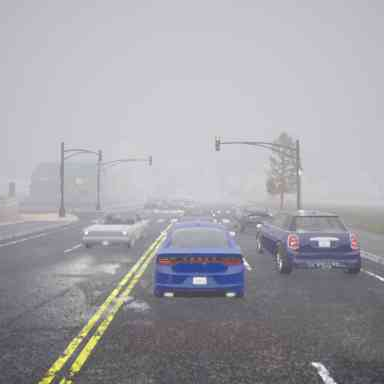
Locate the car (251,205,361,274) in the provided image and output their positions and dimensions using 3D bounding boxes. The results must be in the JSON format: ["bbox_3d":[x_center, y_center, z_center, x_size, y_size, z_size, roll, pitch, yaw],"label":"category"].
[{"bbox_3d":[3.439,1.358,10.694,2.097,1.767,4.553,0,0,1],"label":"car"}]

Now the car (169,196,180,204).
[{"bbox_3d":[-3.709,1.621,71.081,1.882,1.535,5.008,0,0,4],"label":"car"}]

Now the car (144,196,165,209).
[{"bbox_3d":[-5.389,1.576,46.255,1.837,1.490,4.892,0,0,3],"label":"car"}]

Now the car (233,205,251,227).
[{"bbox_3d":[3.596,1.520,19.846,1.837,1.490,4.892,0,0,1],"label":"car"}]

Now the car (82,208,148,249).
[{"bbox_3d":[-3.213,1.613,14.640,1.895,1.301,4.718,0,0,1],"label":"car"}]

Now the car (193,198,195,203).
[{"bbox_3d":[-0.394,1.665,71.775,1.812,1.442,4.674,0,0,4],"label":"car"}]

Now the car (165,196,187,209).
[{"bbox_3d":[-2.133,1.669,46.358,1.895,1.301,4.718,0,0,3],"label":"car"}]

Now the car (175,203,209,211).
[{"bbox_3d":[0.307,1.562,18.411,2.033,1.411,5.357,0,0,1],"label":"car"}]

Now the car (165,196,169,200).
[{"bbox_3d":[-4.720,1.452,57.768,2.097,1.767,4.553,0,0,3],"label":"car"}]

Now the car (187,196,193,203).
[{"bbox_3d":[-1.424,1.661,58.271,1.994,1.385,4.181,0,0,4],"label":"car"}]

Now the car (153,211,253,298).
[{"bbox_3d":[0.160,1.483,8.598,1.882,1.535,5.008,0,0,0],"label":"car"}]
